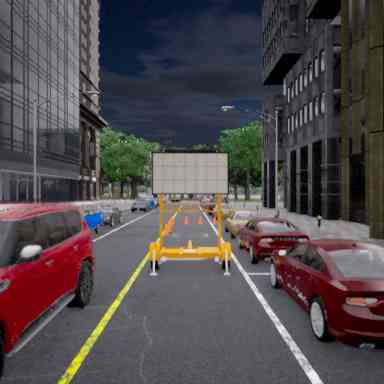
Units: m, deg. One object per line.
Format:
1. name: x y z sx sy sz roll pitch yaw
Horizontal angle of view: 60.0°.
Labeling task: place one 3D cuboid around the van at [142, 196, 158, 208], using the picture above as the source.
1. van: -5.989 1.426 44.363 1.690 1.788 3.998 0 0 0

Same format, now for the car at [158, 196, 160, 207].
1. car: -6.015 1.622 49.630 1.752 1.417 4.829 0 0 0

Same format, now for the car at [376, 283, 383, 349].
1. car: 2.759 1.552 0.906 2.008 1.369 4.403 0 0 0

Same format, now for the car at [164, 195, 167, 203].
1. car: -6.071 1.647 60.505 1.752 1.417 4.829 0 0 0

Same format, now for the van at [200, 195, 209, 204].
1. van: 2.426 1.476 66.156 1.690 1.788 3.998 0 0 0

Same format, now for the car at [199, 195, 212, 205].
1. car: 2.453 1.437 60.719 2.192 1.841 5.009 0 0 0

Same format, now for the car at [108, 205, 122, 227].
1. car: -5.877 1.592 22.613 2.008 1.369 4.403 0 0 0

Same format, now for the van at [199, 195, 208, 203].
1. van: 2.398 1.490 71.594 1.690 1.788 3.998 0 0 0

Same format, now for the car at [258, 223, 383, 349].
1. car: 2.731 1.556 6.344 1.887 1.381 4.507 0 0 0

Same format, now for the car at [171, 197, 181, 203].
1. car: -3.349 1.743 68.860 1.895 1.301 4.718 0 0 0

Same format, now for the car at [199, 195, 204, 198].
1. car: 2.481 1.550 55.281 1.967 1.590 4.097 0 0 0

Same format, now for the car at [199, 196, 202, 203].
1. car: 2.509 1.642 49.844 1.887 1.381 4.507 0 0 0

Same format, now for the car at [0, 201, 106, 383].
1. car: -3.124 1.229 4.988 2.150 2.045 5.566 0 0 0

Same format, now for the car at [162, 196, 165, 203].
1. car: -6.044 1.675 55.237 1.947 1.339 4.313 0 0 0

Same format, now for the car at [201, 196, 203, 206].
1. car: 2.536 1.611 44.576 1.752 1.417 4.829 0 0 0

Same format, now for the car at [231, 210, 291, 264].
1. car: 2.703 1.566 11.781 1.887 1.381 4.507 0 0 0

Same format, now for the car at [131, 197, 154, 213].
1. car: -5.961 1.639 38.925 1.947 1.339 4.313 0 0 0

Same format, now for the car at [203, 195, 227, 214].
1. car: 2.592 1.377 33.531 2.192 1.841 5.009 0 0 0

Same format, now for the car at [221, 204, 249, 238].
1. car: 2.675 1.557 17.388 1.752 1.417 4.829 0 0 0

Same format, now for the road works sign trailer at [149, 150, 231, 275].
1. road works sign trailer: -0.052 0.483 10.474 2.380 3.560 2.880 0 0 0

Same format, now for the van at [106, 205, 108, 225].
1. van: -5.850 1.372 17.176 1.690 1.788 3.998 0 0 0

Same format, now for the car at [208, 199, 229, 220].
1. car: 2.619 1.577 28.263 1.752 1.417 4.829 0 0 0

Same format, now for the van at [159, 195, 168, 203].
1. van: -6.127 1.490 71.551 1.690 1.788 3.998 0 0 0
